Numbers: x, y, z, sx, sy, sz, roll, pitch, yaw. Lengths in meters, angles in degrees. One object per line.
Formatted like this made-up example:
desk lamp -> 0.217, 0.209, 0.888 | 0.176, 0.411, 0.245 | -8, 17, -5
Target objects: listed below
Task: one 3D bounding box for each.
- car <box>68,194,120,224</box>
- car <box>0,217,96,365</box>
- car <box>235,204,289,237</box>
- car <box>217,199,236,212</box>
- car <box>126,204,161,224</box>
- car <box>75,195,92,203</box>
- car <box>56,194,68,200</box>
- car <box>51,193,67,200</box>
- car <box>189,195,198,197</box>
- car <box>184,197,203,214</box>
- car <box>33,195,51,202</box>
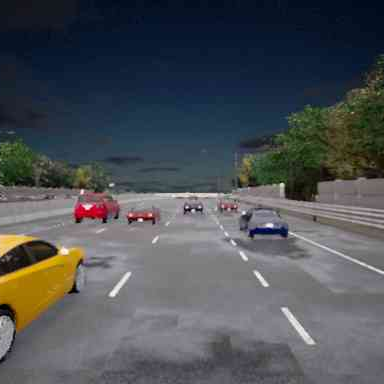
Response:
car -> -6.810, 1.135, 24.338 | 2.150, 2.045, 5.566 | 0, 0, 0
car -> -3.387, 1.465, 5.733 | 1.882, 1.535, 5.008 | 0, 0, 0
car -> 3.662, 1.520, 17.603 | 1.994, 1.385, 4.181 | 0, 0, 0
car -> 3.737, 1.454, 35.760 | 1.895, 1.301, 4.718 | 0, 0, 0
car -> -3.312, 1.521, 23.712 | 1.895, 1.301, 4.718 | 0, 0, 0
car -> -20.751, 1.235, 63.692 | 1.812, 1.442, 4.674 | 0, 0, 0
car -> -17.373, 1.352, 47.979 | 1.895, 1.301, 4.718 | 0, 0, 1
car -> -24.255, 1.063, 62.912 | 2.097, 1.767, 4.553 | 0, 0, 0
car -> 0.283, 1.287, 71.211 | 1.812, 1.442, 4.674 | 0, 0, 0
car -> 0.129, 1.464, 33.762 | 1.895, 1.301, 4.718 | 0, 0, 0
car -> -27.758, 1.263, 61.771 | 1.994, 1.385, 4.181 | 0, 0, 0
